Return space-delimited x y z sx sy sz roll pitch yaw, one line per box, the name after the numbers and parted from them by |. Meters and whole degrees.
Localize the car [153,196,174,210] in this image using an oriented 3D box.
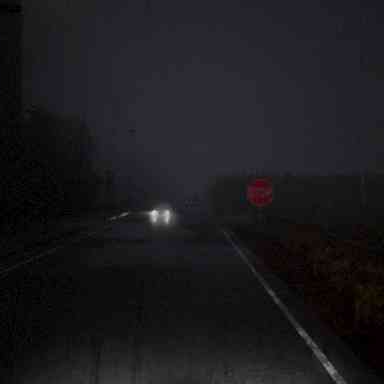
-3.570 1.464 40.282 1.895 1.301 4.718 0 0 0 | car

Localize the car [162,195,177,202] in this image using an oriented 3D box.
-5.061 1.304 62.171 4.674 1.442 1.812 0 -1 28 | car

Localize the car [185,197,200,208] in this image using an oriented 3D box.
0.024 1.397 44.678 2.033 1.411 5.357 0 0 1 | car
